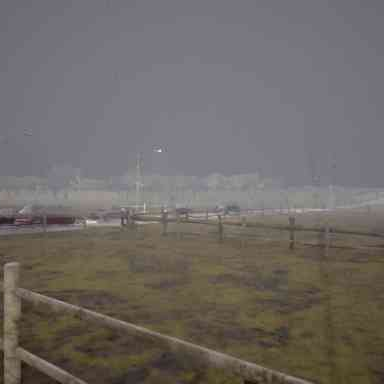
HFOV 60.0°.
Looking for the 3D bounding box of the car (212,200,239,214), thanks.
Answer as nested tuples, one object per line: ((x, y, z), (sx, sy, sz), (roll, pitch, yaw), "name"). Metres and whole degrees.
((5.210, 2.221, 50.297), (2.150, 2.045, 5.566), (1, -1, 36), "car")

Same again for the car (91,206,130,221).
((-7.803, 2.003, 31.936), (1.994, 1.385, 4.181), (1, -1, 35), "car")

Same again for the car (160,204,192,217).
((-1.879, 2.172, 40.327), (2.128, 1.511, 4.902), (1, -1, 35), "car")

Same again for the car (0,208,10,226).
((-13.284, 1.835, 24.145), (1.895, 1.301, 4.718), (1, -1, 35), "car")

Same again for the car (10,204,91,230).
((-9.999, 1.664, 23.785), (2.097, 1.767, 4.553), (1, -1, 36), "car")
